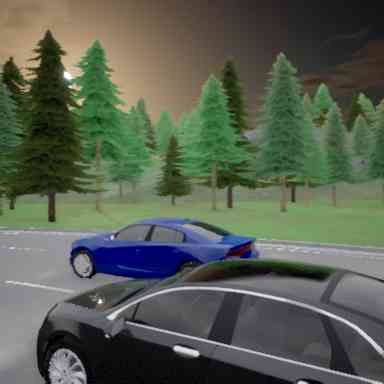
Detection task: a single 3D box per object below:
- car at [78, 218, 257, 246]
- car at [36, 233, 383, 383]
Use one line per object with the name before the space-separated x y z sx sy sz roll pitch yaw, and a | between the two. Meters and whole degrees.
car | -0.848 1.385 8.287 5.008 1.535 1.882 0 0 28
car | 0.461 1.461 3.315 4.892 1.490 1.837 0 0 33
